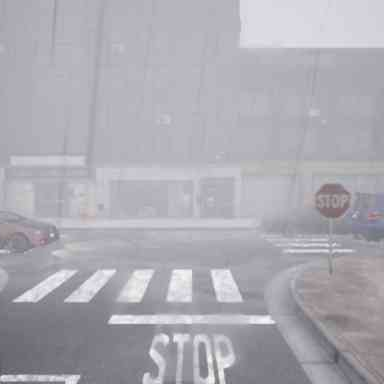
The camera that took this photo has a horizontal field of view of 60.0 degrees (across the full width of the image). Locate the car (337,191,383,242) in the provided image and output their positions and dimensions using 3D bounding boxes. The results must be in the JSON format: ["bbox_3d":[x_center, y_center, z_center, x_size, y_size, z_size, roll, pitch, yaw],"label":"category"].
[{"bbox_3d":[8.794,0.995,12.443,5.566,2.045,2.150,0,1,1],"label":"car"}]

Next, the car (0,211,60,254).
[{"bbox_3d":[-7.050,1.382,12.039,4.181,1.385,1.994,0,1,0],"label":"car"}]

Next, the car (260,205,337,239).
[{"bbox_3d":[5.866,1.279,14.996,5.357,1.411,2.033,0,1,0],"label":"car"}]
